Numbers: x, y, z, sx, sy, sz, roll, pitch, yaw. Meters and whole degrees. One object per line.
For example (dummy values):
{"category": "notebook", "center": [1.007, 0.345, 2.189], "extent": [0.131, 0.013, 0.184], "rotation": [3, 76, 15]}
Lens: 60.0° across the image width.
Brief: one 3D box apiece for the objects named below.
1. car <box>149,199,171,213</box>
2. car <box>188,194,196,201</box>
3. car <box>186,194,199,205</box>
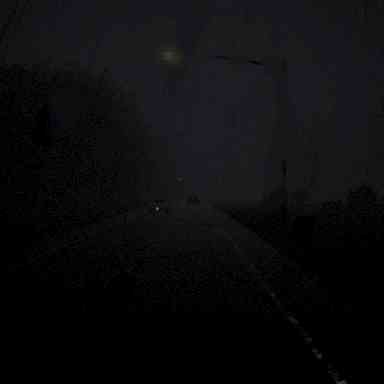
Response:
{"category": "car", "center": [-3.391, 1.411, 34.937], "extent": [1.812, 1.442, 4.674], "rotation": [0, 0, 0]}
{"category": "car", "center": [0.002, 1.265, 73.648], "extent": [1.837, 1.490, 4.892], "rotation": [0, 0, 0]}
{"category": "car", "center": [0.101, 1.169, 56.196], "extent": [2.097, 1.767, 4.553], "rotation": [0, 0, 0]}
